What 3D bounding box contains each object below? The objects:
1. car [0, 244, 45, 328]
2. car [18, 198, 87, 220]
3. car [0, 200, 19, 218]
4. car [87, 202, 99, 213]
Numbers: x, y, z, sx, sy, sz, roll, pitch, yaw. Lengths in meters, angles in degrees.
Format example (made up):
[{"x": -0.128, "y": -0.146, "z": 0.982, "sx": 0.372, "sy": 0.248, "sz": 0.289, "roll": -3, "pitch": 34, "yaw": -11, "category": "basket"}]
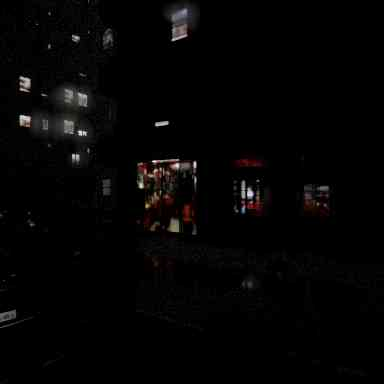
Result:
[{"x": -4.430, "y": 1.551, "z": 6.047, "sx": 4.403, "sy": 1.369, "sz": 2.008, "roll": 0, "pitch": 0, "yaw": 36, "category": "car"}, {"x": -10.811, "y": 1.338, "z": 26.078, "sx": 1.994, "sy": 1.385, "sz": 4.181, "roll": 0, "pitch": 1, "yaw": 35, "category": "car"}, {"x": -13.963, "y": 1.350, "z": 26.072, "sx": 2.008, "sy": 1.369, "sz": 4.403, "roll": 1, "pitch": 1, "yaw": 35, "category": "car"}, {"x": -10.867, "y": 1.250, "z": 30.492, "sx": 1.752, "sy": 1.417, "sz": 4.829, "roll": 1, "pitch": 1, "yaw": 35, "category": "car"}]
